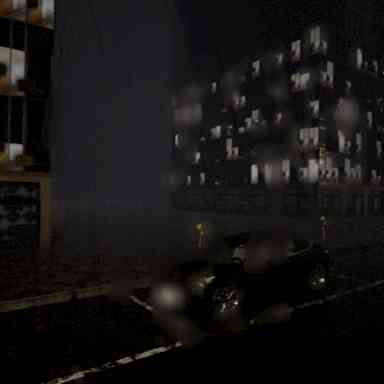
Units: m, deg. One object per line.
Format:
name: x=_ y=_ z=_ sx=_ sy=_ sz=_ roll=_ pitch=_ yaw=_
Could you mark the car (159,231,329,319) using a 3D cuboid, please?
car: x=1.341 y=1.608 z=7.499 sx=4.313 sy=1.339 sz=1.947 roll=1 pitch=0 yaw=-35
